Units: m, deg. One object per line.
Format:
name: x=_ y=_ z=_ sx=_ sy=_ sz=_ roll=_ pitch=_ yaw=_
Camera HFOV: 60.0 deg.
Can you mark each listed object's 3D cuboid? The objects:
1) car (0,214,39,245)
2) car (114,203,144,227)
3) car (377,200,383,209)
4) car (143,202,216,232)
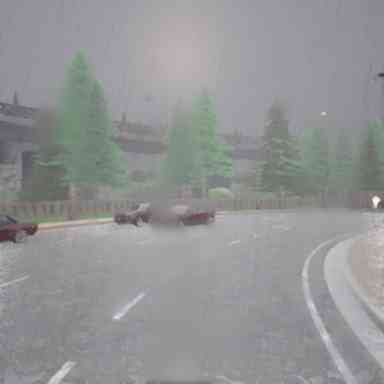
car: x=-8.466 y=1.569 z=13.013 sx=1.895 sy=1.301 sz=4.718 roll=0 pitch=0 yaw=18
car: x=-3.105 y=1.464 z=22.854 sx=1.882 sy=1.535 sz=5.008 roll=0 pitch=0 yaw=36
car: x=24.582 y=1.355 z=40.209 sx=2.097 sy=1.767 sz=4.553 roll=0 pitch=3 yaw=-5
car: x=-0.444 y=1.473 z=20.640 sx=1.882 sy=1.535 sz=5.008 roll=0 pitch=0 yaw=36
